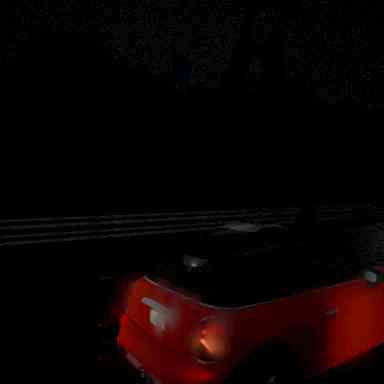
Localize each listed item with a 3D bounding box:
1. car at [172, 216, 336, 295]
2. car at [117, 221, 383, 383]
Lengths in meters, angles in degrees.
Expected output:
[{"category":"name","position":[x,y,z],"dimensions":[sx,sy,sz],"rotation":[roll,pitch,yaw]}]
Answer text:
[{"category":"car","position":[1.903,1.544,9.405],"dimensions":[4.674,1.442,1.812],"rotation":[0,0,-35]},{"category":"car","position":[1.367,1.362,4.722],"dimensions":[4.553,1.767,2.097],"rotation":[0,0,-36]}]
